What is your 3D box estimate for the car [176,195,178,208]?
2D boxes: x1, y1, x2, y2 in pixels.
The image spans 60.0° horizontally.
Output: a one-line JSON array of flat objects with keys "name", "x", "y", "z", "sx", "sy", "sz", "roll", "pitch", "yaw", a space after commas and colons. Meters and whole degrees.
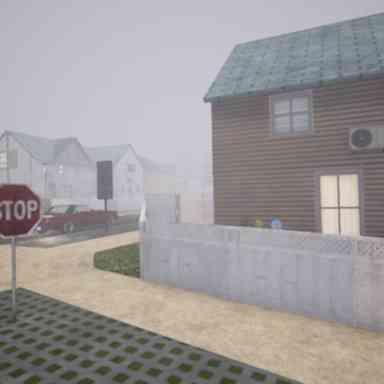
[{"name": "car", "x": -1.803, "y": 1.022, "z": 32.957, "sx": 2.128, "sy": 1.511, "sz": 4.902, "roll": -2, "pitch": 0, "yaw": 21}]

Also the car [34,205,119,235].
[{"name": "car", "x": -5.730, "y": 1.265, "z": 16.490, "sx": 1.895, "sy": 1.301, "sz": 4.718, "roll": -2, "pitch": 0, "yaw": 26}]
